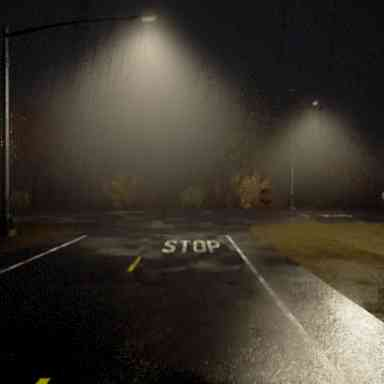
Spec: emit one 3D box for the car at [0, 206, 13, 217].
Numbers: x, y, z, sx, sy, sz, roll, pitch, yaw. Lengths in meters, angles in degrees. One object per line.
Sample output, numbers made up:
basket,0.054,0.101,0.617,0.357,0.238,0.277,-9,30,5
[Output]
car,-16.551,1.417,26.354,4.181,1.385,1.994,0,0,0
